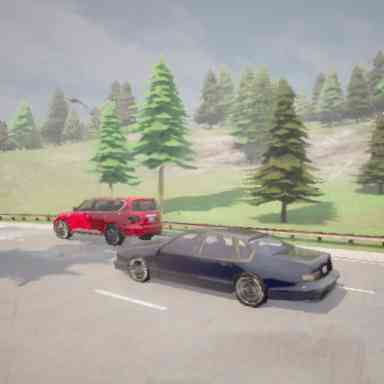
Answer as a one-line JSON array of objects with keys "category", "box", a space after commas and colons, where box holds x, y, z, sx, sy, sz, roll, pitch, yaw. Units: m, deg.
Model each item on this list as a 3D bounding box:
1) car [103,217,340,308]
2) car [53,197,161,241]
[{"category": "car", "box": [0.537, 1.547, 7.910, 5.357, 1.411, 2.033, 0, 0, 35]}, {"category": "car", "box": [-3.935, 1.222, 15.256, 5.566, 2.045, 2.150, 0, 0, 33]}]
